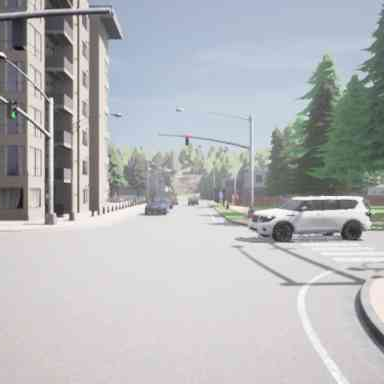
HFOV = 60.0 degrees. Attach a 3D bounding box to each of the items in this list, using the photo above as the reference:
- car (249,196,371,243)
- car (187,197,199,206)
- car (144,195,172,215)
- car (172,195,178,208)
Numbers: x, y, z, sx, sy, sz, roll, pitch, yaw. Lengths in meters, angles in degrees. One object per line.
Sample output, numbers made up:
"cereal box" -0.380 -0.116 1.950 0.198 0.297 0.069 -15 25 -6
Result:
"car" 5.555 1.211 15.784 5.566 2.045 2.150 0 0 -9
"car" 0.214 1.539 55.843 2.033 1.411 5.357 0 0 0
"car" -3.462 1.347 33.364 2.097 1.767 4.553 0 0 0
"car" -3.414 1.485 43.607 2.128 1.511 4.902 0 0 1
